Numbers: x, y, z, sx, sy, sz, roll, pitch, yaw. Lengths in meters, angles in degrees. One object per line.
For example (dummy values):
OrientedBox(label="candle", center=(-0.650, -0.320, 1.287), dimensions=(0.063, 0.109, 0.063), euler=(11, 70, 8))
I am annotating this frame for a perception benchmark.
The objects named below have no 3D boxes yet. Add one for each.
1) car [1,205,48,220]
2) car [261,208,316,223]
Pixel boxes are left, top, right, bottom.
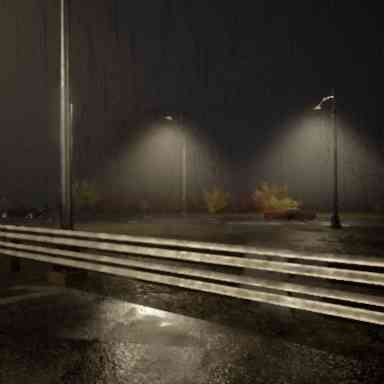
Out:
OrientedBox(label="car", center=(-18.183, 2.149, 36.131), dimensions=(5.008, 1.535, 1.882), euler=(0, 0, 11))
OrientedBox(label="car", center=(8.860, 2.119, 30.856), dimensions=(4.718, 1.301, 1.895), euler=(0, 0, 11))
